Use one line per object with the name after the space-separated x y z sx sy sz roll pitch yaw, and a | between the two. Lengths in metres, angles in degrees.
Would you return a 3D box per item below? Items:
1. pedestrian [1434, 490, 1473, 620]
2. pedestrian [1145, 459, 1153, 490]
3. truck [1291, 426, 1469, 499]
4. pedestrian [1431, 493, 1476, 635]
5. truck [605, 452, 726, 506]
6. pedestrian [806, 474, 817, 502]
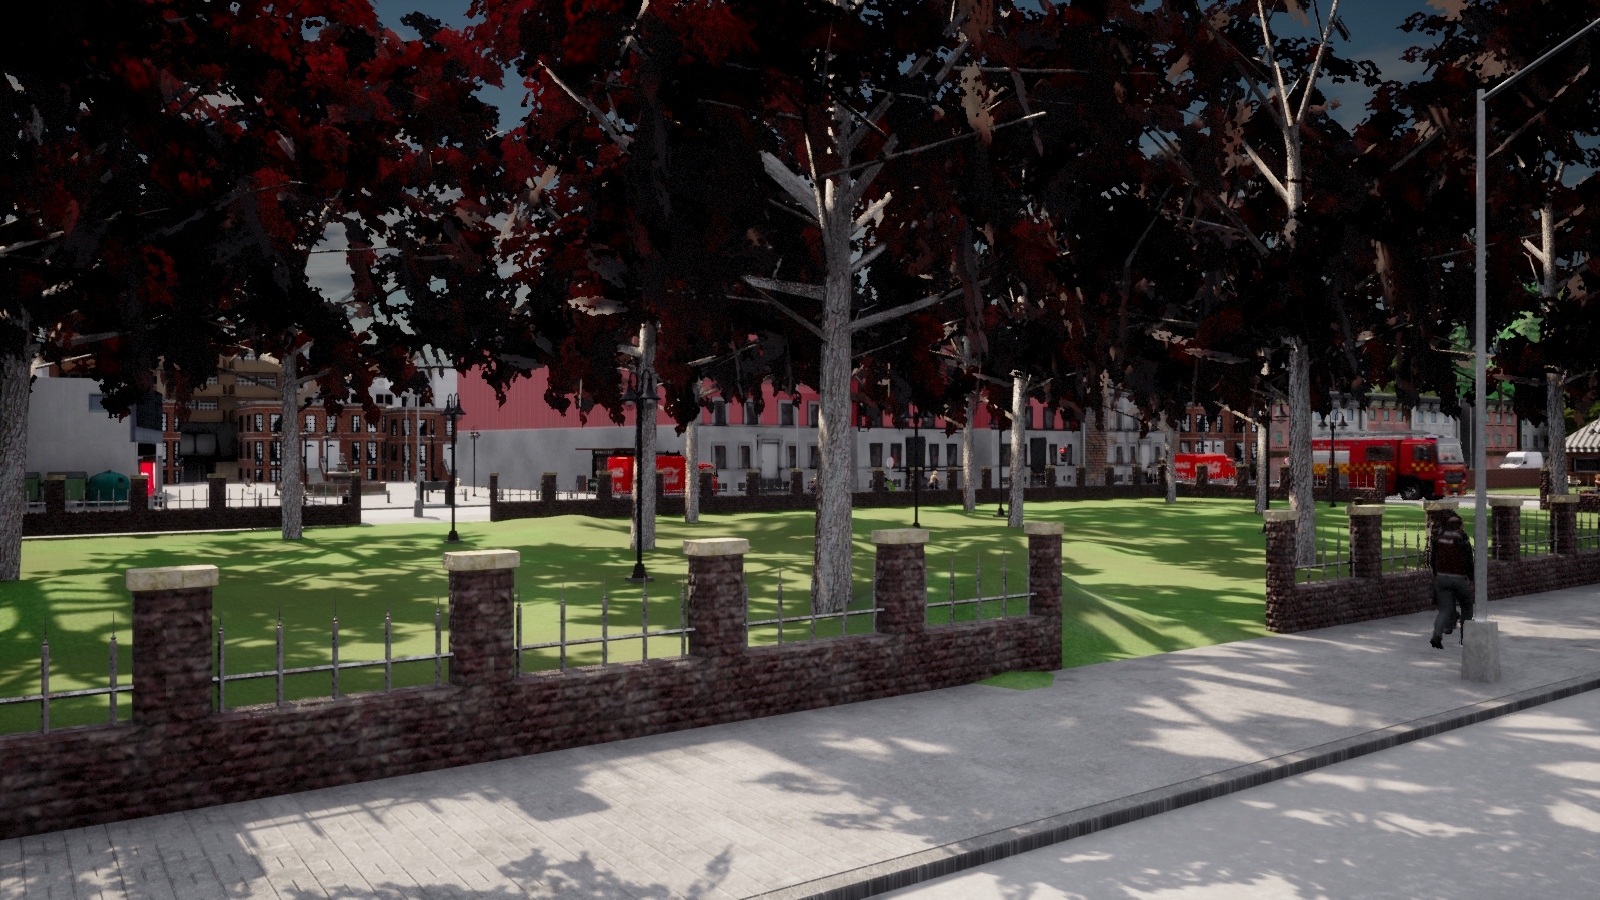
9.543 1.518 16.683 0.375 1.860 0.375 0 0 -36 | pedestrian
21.171 1.502 69.216 0.375 1.860 0.375 0 0 33 | pedestrian
32.189 0.645 63.809 2.891 3.827 8.468 0 0 -35 | truck
8.794 1.516 15.385 0.375 1.860 0.375 0 0 -26 | pedestrian
-6.466 1.336 55.166 5.204 2.467 2.627 0 0 -35 | truck
0.535 1.791 54.199 0.375 1.300 0.375 0 0 -35 | pedestrian
